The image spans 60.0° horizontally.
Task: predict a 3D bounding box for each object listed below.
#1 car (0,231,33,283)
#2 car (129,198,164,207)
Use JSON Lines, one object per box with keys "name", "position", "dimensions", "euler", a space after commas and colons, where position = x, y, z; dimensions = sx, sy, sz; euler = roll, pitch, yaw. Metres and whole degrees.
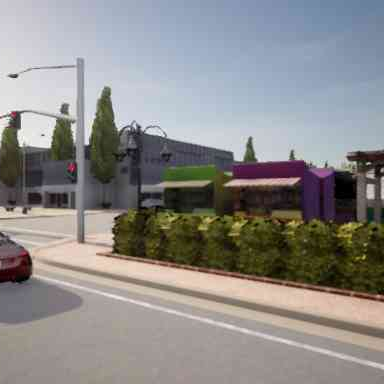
{"name": "car", "position": [-5.925, 1.606, 8.762], "dimensions": [4.181, 1.385, 1.994], "euler": [0, 0, 41]}
{"name": "car", "position": [-4.448, 1.454, 34.096], "dimensions": [2.097, 1.767, 4.553], "euler": [0, 0, 37]}
